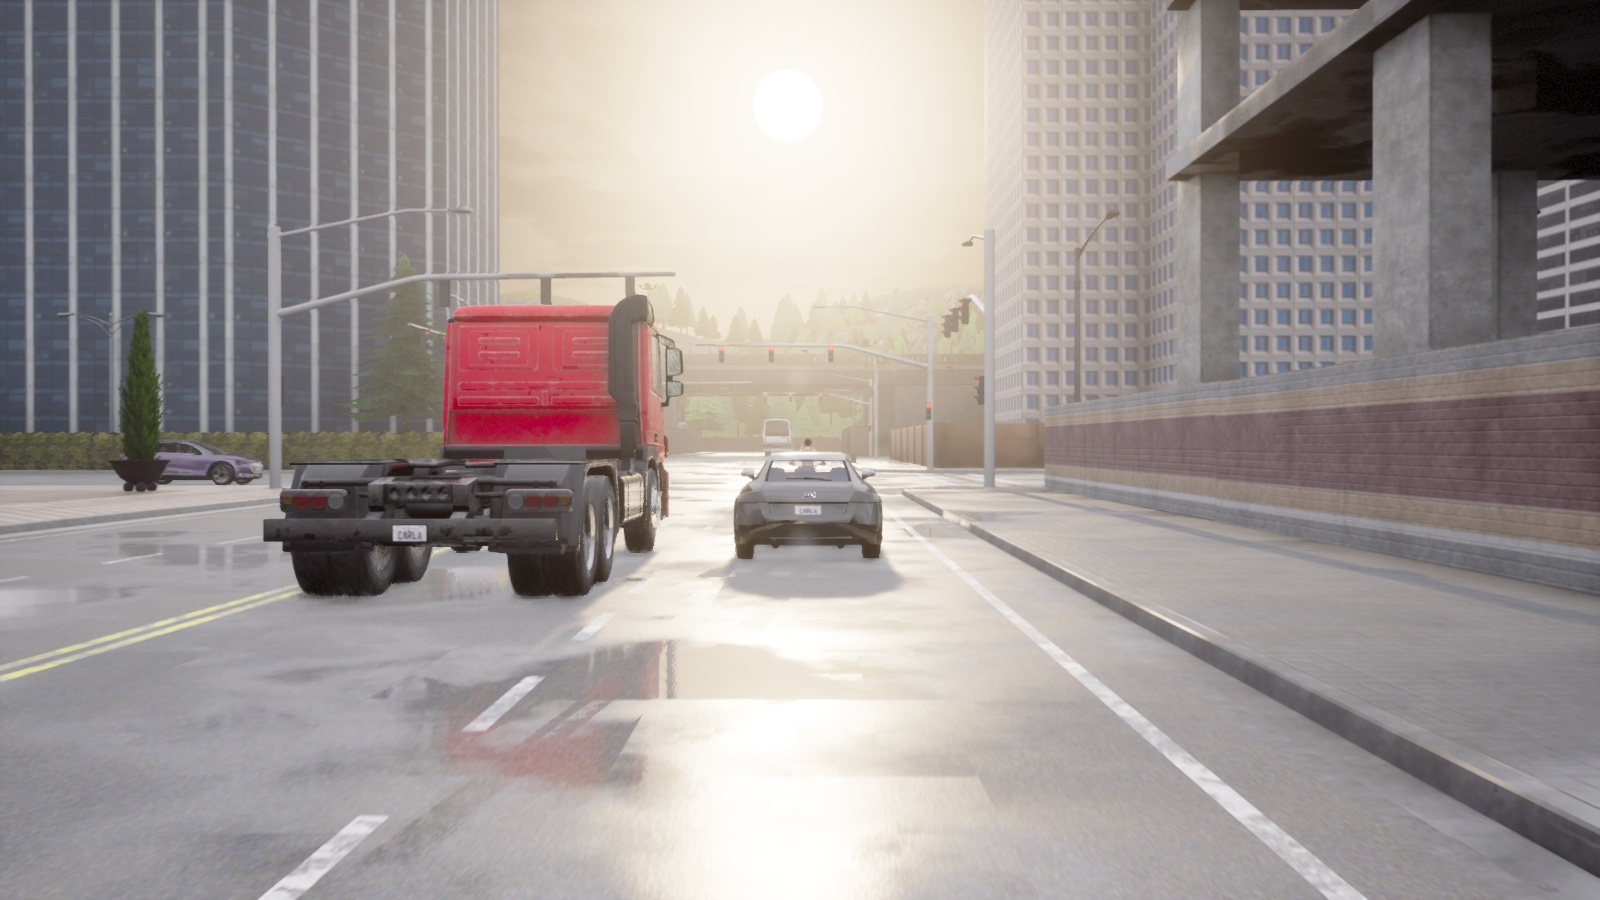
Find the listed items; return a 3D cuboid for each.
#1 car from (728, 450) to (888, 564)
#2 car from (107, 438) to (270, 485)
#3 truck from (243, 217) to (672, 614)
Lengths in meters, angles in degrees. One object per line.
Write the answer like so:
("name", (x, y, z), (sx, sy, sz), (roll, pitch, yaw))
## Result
("car", (0.115, 0.711, 17.768), (1.994, 1.385, 4.181), (0, 0, 0))
("car", (-21.911, 0.406, 45.108), (4.856, 1.649, 2.033), (0, 0, 0))
("truck", (-3.399, -0.323, 14.931), (2.891, 3.462, 7.936), (0, 0, 0))
